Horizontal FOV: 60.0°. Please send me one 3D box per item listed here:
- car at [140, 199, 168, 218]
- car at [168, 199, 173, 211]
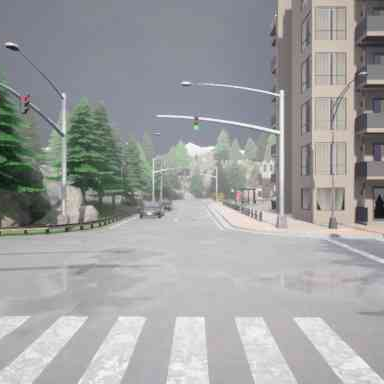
[{"bbox_3d":[-3.560,1.555,30.305,1.812,1.442,4.674,0,0,1],"label":"car"},{"bbox_3d":[-3.394,1.577,40.937,2.033,1.411,5.357,0,0,2],"label":"car"}]
